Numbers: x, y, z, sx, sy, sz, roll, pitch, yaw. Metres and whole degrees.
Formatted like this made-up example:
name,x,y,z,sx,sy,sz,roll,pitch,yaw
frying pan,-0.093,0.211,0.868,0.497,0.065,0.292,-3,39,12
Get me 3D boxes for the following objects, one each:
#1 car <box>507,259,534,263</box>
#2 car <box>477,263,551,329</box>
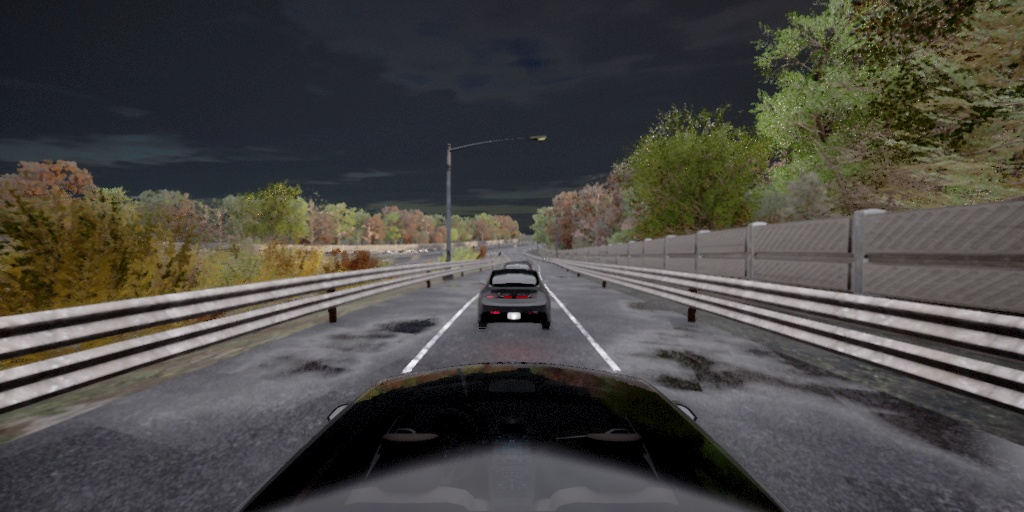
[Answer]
name,x,y,z,sx,sy,sz,roll,pitch,yaw
car,0.306,1.040,20.216,1.882,1.535,5.008,0,0,2
car,0.076,1.096,10.606,1.837,1.490,4.892,0,1,1
